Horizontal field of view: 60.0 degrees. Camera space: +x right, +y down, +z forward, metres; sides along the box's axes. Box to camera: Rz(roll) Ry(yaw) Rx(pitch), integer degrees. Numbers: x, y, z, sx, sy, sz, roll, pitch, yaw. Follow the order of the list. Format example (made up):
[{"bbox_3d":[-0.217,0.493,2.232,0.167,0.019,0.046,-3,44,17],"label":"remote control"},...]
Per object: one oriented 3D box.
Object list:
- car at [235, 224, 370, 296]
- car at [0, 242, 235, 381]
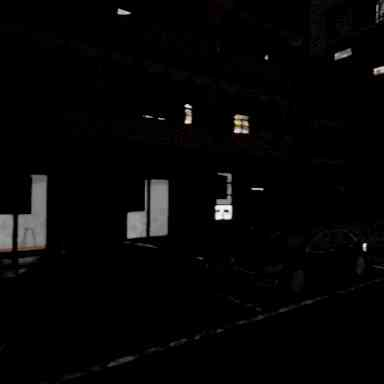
[{"bbox_3d":[2.914,1.550,8.618,4.403,1.369,2.008,0,1,-35],"label":"car"},{"bbox_3d":[-1.623,1.566,5.387,4.313,1.339,1.947,0,1,-35],"label":"car"}]
